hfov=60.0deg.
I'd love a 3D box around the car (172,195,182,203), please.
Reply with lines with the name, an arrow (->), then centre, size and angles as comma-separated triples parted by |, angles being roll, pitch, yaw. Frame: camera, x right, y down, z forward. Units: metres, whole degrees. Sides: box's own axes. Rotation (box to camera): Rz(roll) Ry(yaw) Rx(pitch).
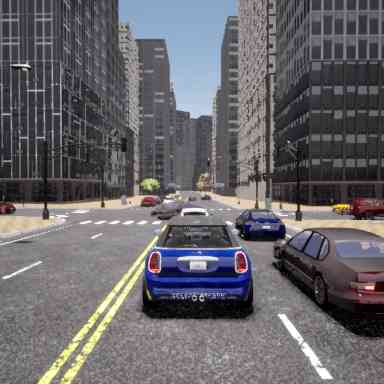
car -> -3.134, 1.418, 69.683 | 1.882, 1.535, 5.008 | 0, 0, 0

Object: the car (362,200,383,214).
car -> 21.872, 1.642, 37.056 | 4.829, 1.417, 1.752 | 1, 0, 1

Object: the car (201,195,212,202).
car -> 3.377, 1.434, 74.765 | 1.837, 1.490, 4.892 | 0, 0, 0

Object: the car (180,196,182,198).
car -> -3.227, 1.501, 59.467 | 2.033, 1.411, 5.357 | 0, 0, 0

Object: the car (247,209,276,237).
car -> 3.377, 1.555, 17.030 | 1.994, 1.385, 4.181 | 0, 0, 0

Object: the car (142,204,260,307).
car -> 0.113, 1.348, 8.131 | 2.097, 1.767, 4.553 | 0, 0, 0

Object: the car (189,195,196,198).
car -> 0.134, 1.452, 79.797 | 2.128, 1.511, 4.902 | 0, 0, 0

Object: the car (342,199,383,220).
car -> 16.249, 1.519, 28.779 | 5.009, 1.841, 2.192 | 1, 0, 1

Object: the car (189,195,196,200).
car -> 0.151, 1.450, 90.016 | 2.033, 1.411, 5.357 | 0, 0, 0

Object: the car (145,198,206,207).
car -> -1.319, 1.592, 29.330 | 2.033, 1.411, 5.357 | 1, 1, 36

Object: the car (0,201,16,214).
car -> -19.339, 1.408, 32.013 | 4.181, 1.385, 1.994 | 1, 1, 1

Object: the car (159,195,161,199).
car -> -6.476, 1.500, 59.952 | 2.033, 1.411, 5.357 | 0, 0, 0

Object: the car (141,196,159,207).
car -> -6.507, 1.442, 50.025 | 1.882, 1.535, 5.008 | 0, 0, 0

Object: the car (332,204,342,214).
car -> 17.163, 1.596, 34.548 | 5.008, 1.535, 1.882 | 0, 1, 1

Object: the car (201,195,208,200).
car -> 3.403, 1.504, 90.454 | 1.895, 1.301, 4.718 | 0, 0, 0

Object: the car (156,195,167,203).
car -> -6.383, 1.418, 70.322 | 1.882, 1.535, 5.008 | 0, 0, 0

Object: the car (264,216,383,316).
car -> 3.362, 1.544, 7.791 | 2.033, 1.411, 5.357 | 0, 0, 0

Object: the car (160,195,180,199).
car -> -3.258, 1.490, 49.776 | 1.812, 1.442, 4.674 | 0, 0, 0
